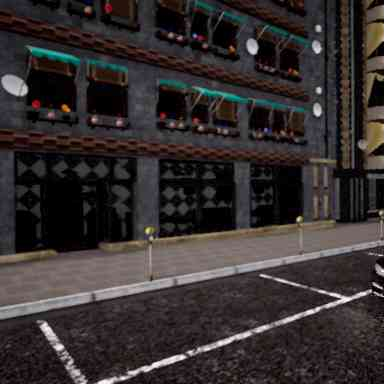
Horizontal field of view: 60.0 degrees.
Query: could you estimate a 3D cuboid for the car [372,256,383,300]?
[{"bbox_3d":[5.761,1.491,7.137,4.902,1.511,2.128,0,0,-35],"label":"car"}]
